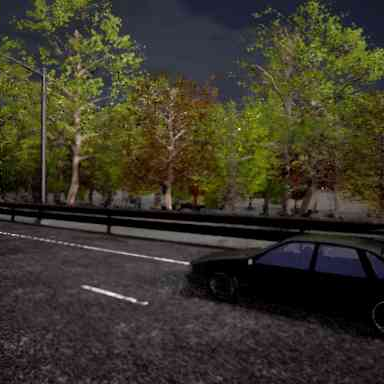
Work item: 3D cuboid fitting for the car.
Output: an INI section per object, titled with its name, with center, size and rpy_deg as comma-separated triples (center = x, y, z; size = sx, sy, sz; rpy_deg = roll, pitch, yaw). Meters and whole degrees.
[car]
center = 2.464, 1.557, 6.531
size = 5.357, 1.411, 2.033
rpy_deg = 0, 0, 36
